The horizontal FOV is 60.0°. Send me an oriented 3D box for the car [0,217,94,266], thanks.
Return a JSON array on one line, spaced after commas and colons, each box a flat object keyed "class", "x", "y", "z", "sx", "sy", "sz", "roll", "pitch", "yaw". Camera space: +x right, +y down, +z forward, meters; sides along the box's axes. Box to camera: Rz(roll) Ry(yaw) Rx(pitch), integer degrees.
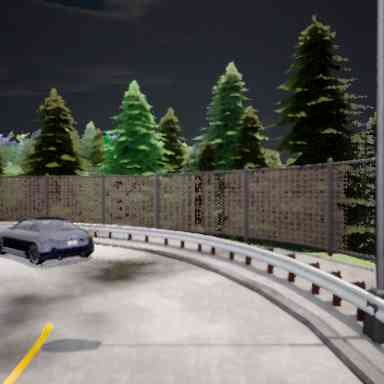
[{"class": "car", "x": -5.344, "y": 1.577, "z": 11.796, "sx": 4.181, "sy": 1.385, "sz": 1.994, "roll": 0, "pitch": 0, "yaw": 39}]
